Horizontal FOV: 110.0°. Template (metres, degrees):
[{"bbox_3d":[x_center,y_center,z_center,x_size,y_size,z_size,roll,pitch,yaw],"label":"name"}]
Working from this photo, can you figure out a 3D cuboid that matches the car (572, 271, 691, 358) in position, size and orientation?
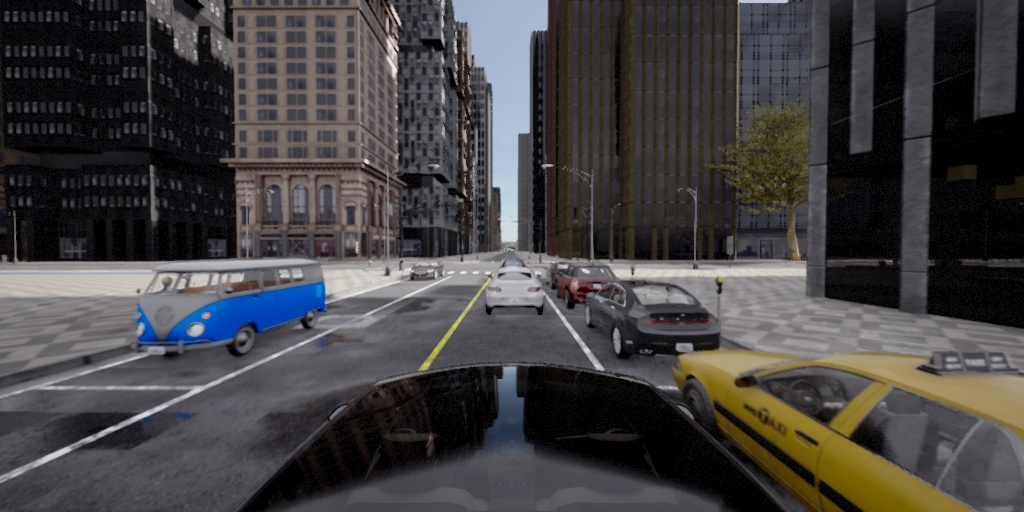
[{"bbox_3d":[2.758,1.180,7.928,2.007,1.370,4.403,0,0,0],"label":"car"}]

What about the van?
[{"bbox_3d":[-5.767,0.971,7.920,1.690,1.789,3.998,0,0,0],"label":"van"}]

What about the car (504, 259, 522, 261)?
[{"bbox_3d":[0.077,0.901,22.923,1.994,1.385,4.181,0,1,0],"label":"car"}]

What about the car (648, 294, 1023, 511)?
[{"bbox_3d":[2.762,1.264,2.458,1.751,1.417,4.829,0,0,0],"label":"car"}]

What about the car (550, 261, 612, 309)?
[{"bbox_3d":[2.754,0.960,13.568,1.967,1.591,4.097,0,0,0],"label":"car"}]

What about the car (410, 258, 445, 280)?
[{"bbox_3d":[-5.780,0.850,24.840,2.007,1.370,4.403,0,0,0],"label":"car"}]

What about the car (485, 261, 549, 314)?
[{"bbox_3d":[0.089,1.065,12.572,1.812,1.442,4.674,0,1,0],"label":"car"}]
